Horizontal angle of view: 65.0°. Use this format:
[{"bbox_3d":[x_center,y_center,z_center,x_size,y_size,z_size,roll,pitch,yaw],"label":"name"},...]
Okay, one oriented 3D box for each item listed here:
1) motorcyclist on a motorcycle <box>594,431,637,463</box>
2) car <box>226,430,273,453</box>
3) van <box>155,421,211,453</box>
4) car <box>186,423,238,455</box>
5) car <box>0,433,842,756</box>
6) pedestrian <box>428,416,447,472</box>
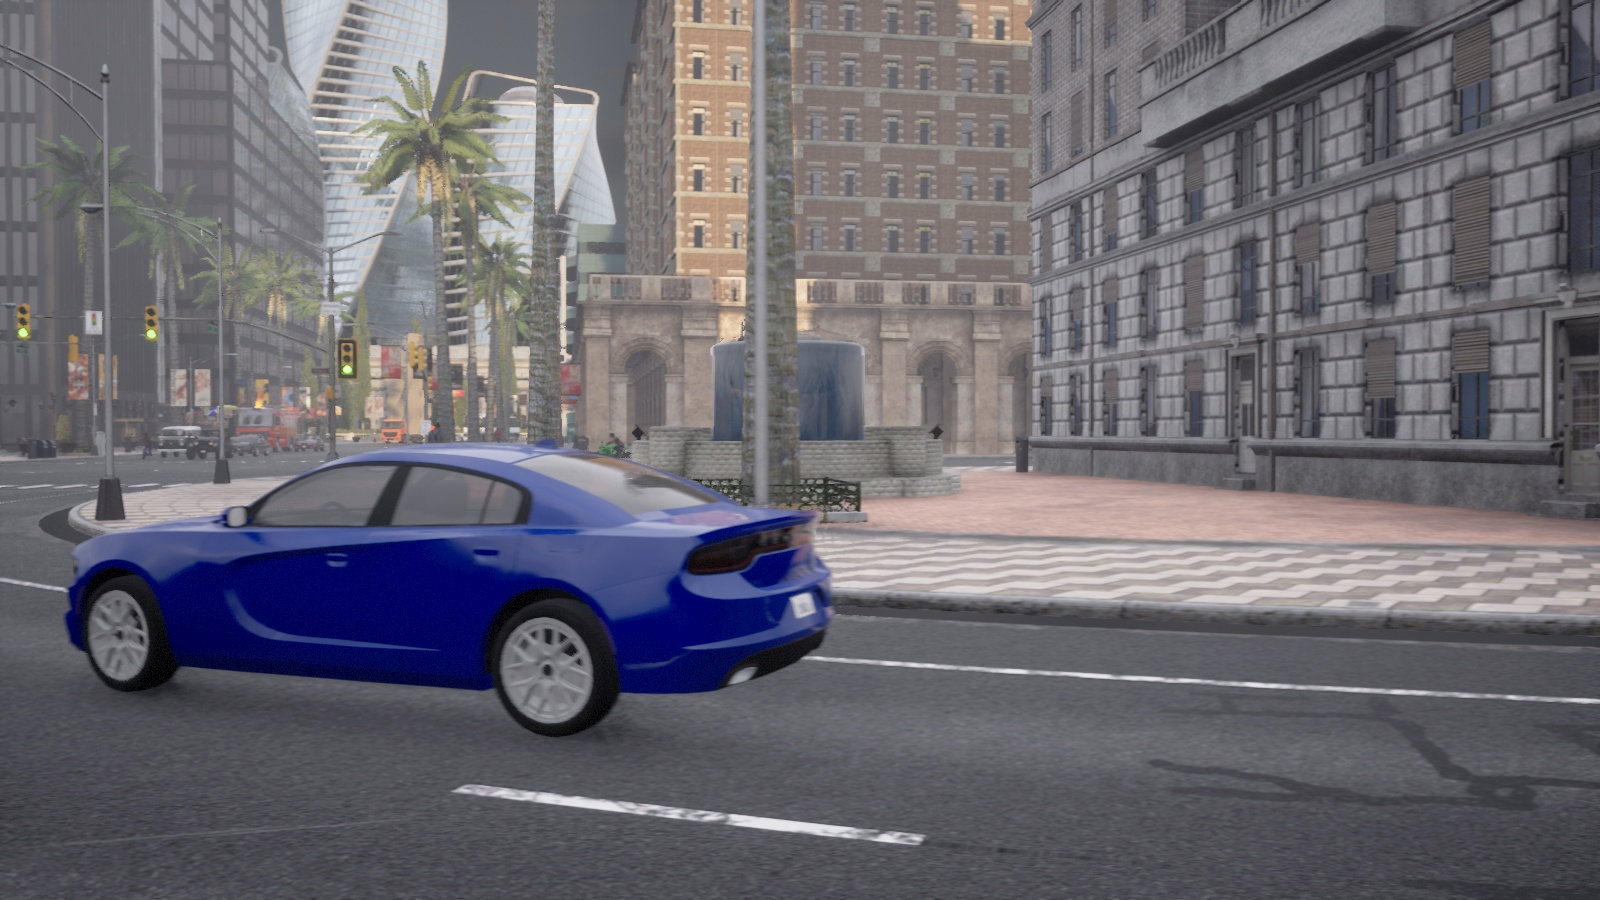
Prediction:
[{"bbox_3d":[-9.023,-0.154,61.505,2.044,1.523,0.797,0,1,-10],"label":"motorcyclist on a motorcycle"},{"bbox_3d":[-36.965,-0.591,84.433,1.837,1.490,4.892,0,1,-10],"label":"car"},{"bbox_3d":[-40.005,-0.840,81.535,2.069,2.038,4.480,0,1,-10],"label":"van"},{"bbox_3d":[-35.461,-0.664,75.872,1.905,1.878,3.866,0,1,-10],"label":"car"},{"bbox_3d":[-2.413,0.676,7.883,5.008,1.535,1.882,1,1,22],"label":"car"},{"bbox_3d":[-12.080,-0.196,41.869,0.540,1.848,0.694,0,1,-11],"label":"pedestrian"}]
